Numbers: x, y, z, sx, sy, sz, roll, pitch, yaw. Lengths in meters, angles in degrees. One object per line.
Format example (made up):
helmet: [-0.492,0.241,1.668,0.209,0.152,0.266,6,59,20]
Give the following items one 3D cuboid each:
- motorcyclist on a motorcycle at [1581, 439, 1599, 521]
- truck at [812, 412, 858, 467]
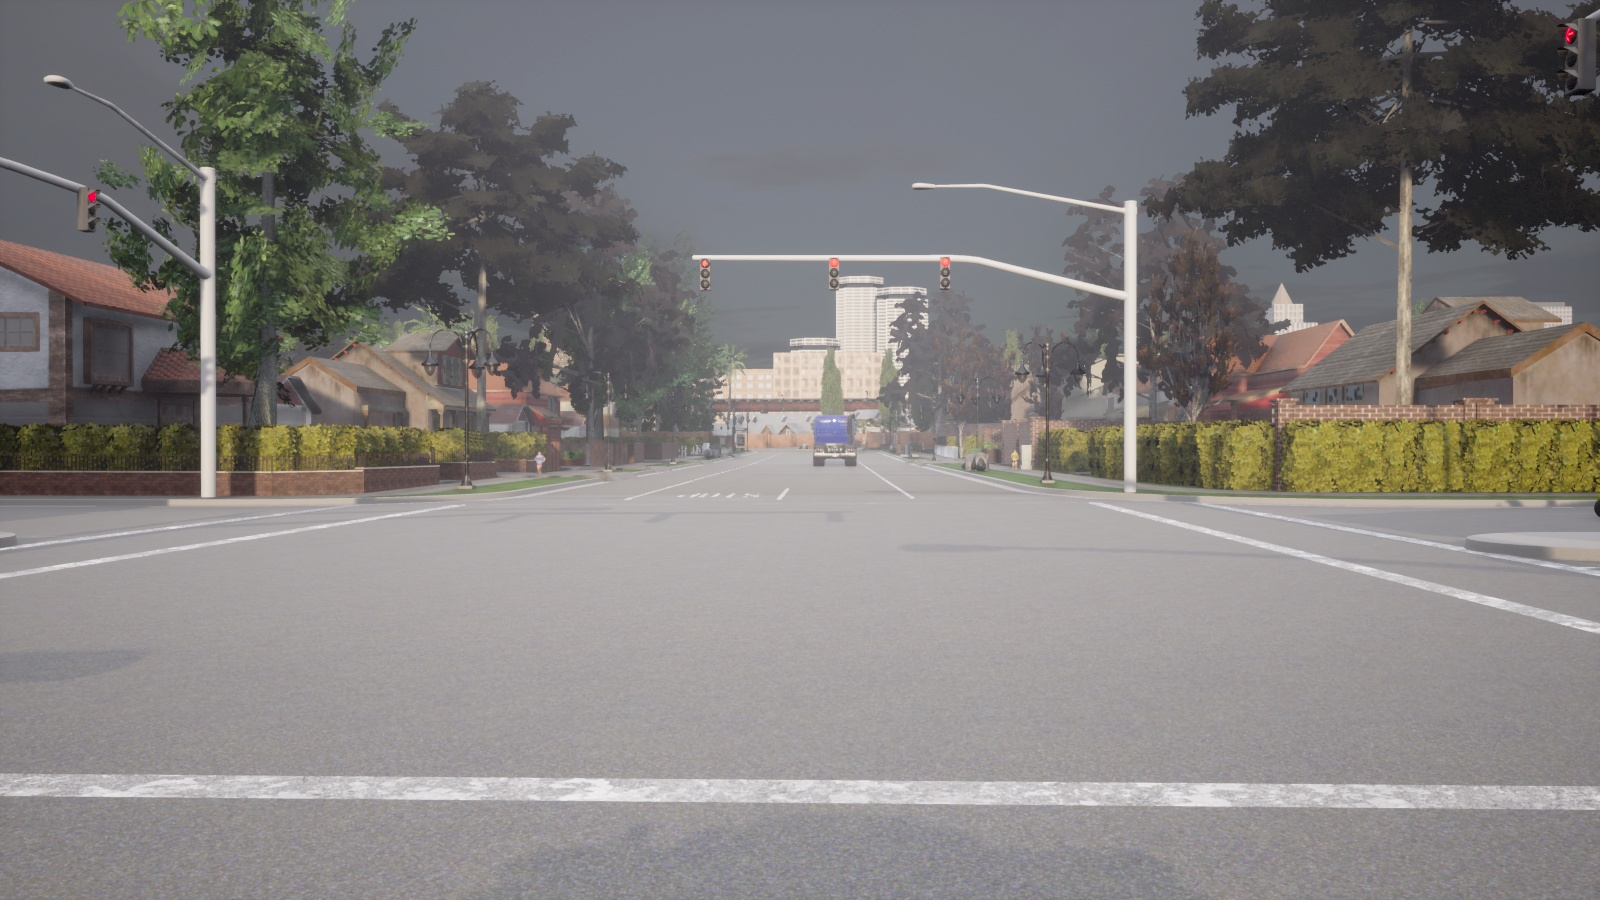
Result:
motorcyclist on a motorcycle: [16.364,0.575,24.398,1.817,1.590,0.866,0,0,1]
truck: [2.295,-0.709,83.387,2.891,3.462,7.936,0,0,1]
